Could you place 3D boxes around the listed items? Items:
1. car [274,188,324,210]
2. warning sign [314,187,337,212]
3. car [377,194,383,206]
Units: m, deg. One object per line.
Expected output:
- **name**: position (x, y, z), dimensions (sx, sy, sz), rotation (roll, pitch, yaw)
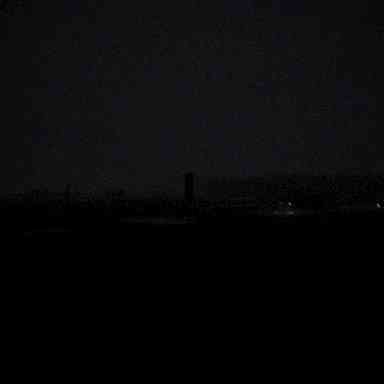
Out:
- **car**: position (10.643, 0.682, 32.858), dimensions (5.566, 2.045, 2.150), rotation (-1, 0, -34)
- **warning sign**: position (10.583, 0.590, 26.457), dimensions (1.060, 1.860, 1.300), rotation (0, -1, -34)
- **car**: position (23.036, 0.784, 37.667), dimensions (5.008, 1.535, 1.882), rotation (-1, 0, -33)
